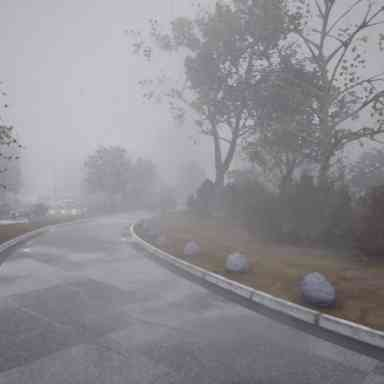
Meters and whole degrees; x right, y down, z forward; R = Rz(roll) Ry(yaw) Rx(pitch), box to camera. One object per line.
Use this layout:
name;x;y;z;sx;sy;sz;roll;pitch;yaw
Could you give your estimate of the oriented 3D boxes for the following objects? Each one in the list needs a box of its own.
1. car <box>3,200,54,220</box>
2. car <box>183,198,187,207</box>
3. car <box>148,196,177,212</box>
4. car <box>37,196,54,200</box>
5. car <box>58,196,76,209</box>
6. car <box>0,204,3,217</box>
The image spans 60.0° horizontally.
car;-14.964;1.765;30.920;1.837;1.490;4.892;1;-1;1
car;0.012;1.707;55.317;2.128;1.511;4.902;0;1;21
car;-3.864;1.553;44.315;2.150;2.045;5.566;0;1;19
car;-23.277;1.593;52.574;2.150;2.045;5.566;0;0;-28
car;-20.362;1.597;54.006;2.150;2.045;5.566;0;0;-28
car;-18.183;1.759;30.716;1.837;1.490;4.892;1;-1;1
